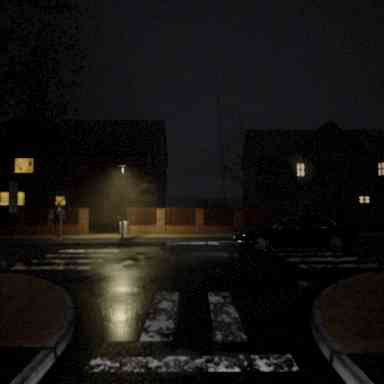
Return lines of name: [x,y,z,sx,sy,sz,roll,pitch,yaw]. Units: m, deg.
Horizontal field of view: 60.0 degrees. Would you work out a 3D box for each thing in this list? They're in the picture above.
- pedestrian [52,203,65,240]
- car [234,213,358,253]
pedestrian: [-6.725,1.459,16.713,0.375,1.860,0.375,0,-1,1]
car: [4.165,1.629,13.660,4.892,1.490,1.837,-1,-2,1]
